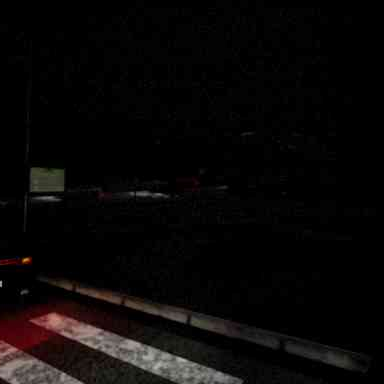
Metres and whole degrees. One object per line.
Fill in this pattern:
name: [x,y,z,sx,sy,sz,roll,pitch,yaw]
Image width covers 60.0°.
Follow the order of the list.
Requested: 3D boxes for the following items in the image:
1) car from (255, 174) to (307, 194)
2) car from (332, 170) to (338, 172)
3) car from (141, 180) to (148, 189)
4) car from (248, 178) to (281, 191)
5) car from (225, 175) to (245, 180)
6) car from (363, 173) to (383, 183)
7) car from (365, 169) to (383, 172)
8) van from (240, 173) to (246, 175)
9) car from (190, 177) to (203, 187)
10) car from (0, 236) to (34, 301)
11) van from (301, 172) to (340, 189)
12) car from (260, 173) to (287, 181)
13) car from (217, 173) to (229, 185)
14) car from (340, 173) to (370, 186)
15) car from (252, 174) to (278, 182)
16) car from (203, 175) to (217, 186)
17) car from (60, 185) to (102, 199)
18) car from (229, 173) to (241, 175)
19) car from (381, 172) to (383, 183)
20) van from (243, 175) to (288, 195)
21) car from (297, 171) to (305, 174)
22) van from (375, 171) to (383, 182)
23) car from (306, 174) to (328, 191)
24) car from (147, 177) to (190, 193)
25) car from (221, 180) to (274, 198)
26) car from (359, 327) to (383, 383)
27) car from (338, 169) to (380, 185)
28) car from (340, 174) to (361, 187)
car: [11.155,-0.875,42.379,5.566,2.045,2.435,3,7,32]
car: [32.897,-4.442,82.389,5.008,1.535,2.097,2,5,31]
car: [-5.635,-1.163,50.722,4.674,1.452,2.002,1,5,30]
car: [10.275,-1.112,47.623,1.882,1.535,5.008,-4,6,-29]
car: [8.053,-1.621,54.651,4.181,1.385,1.994,-4,6,-32]
car: [34.567,-2.580,61.060,5.366,1.575,1.946,3,7,31]
car: [32.434,-2.620,59.042,5.566,2.045,2.435,3,6,31]
van: [7.850,-2.595,62.028,4.442,1.987,1.878,1,5,30]
car: [-1.084,-1.716,54.452,4.553,1.767,2.185,1,5,30]
car: [-5.546,1.526,7.507,5.008,1.535,1.882,0,0,37]
van: [18.388,-1.421,47.816,4.442,1.987,1.878,3,6,32]
car: [17.001,-3.138,69.441,5.008,1.535,2.097,1,5,31]
car: [3.447,-2.104,58.210,4.553,1.767,2.185,1,5,30]
car: [25.397,-1.753,53.437,4.792,1.488,2.163,3,6,31]
car: [14.767,-2.915,67.562,4.792,1.488,2.163,1,5,31]
car: [1.133,-1.757,56.375,4.792,1.488,2.163,1,5,30]
car: [-12.695,-0.034,38.244,4.674,1.442,1.812,-3,5,-39]
car: [5.689,-2.175,60.122,5.008,1.535,2.097,1,5,30]
car: [30.078,-2.174,57.198,4.892,1.521,2.231,3,6,31]
van: [8.916,-0.651,40.479,4.442,1.987,1.878,3,7,32]
car: [21.541,-3.520,73.138,4.892,1.521,2.231,1,5,31]
van: [37.146,-2.983,62.777,4.442,1.987,1.878,3,6,31]
car: [15.893,-1.136,46.065,4.553,1.767,2.185,3,6,32]
car: [-3.202,-0.809,46.078,5.008,1.535,1.882,-5,7,-39]
car: [6.448,-0.241,38.733,5.008,1.535,2.097,3,7,32]
car: [3.519,1.204,0.926,5.566,2.045,2.150,0,0,35]
car: [27.754,-2.228,55.278,5.566,2.045,2.435,3,6,31]
car: [23.019,-1.587,51.582,4.892,1.521,2.231,3,7,32]
